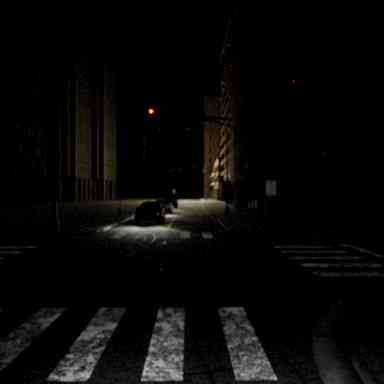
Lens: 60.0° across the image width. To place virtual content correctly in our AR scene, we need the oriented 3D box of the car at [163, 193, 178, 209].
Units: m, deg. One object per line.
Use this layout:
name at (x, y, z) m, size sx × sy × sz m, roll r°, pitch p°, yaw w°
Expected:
car at (-3.051, 1.158, 45.666) m, size 2.150 × 2.045 × 5.566 m, roll 0°, pitch 0°, yaw 1°

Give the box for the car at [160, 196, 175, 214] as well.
car at (-3.073, 1.478, 34.956) m, size 1.812 × 1.442 × 4.674 m, roll 0°, pitch 0°, yaw 0°

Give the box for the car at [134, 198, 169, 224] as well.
car at (-3.080, 1.444, 24.992) m, size 1.882 × 1.535 × 5.008 m, roll 0°, pitch 0°, yaw 0°
